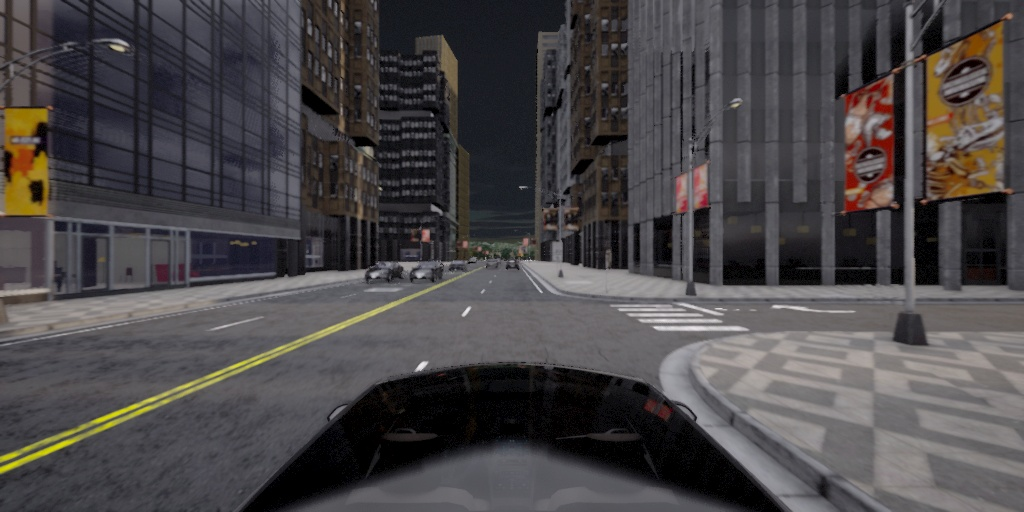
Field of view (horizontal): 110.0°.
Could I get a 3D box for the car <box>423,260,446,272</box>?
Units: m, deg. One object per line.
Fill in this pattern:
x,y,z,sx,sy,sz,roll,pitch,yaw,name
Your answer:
-9.839,1.255,46.013,1.994,1.385,4.181,0,0,0,car

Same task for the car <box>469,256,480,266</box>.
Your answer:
-6.525,0.817,60.385,1.837,1.490,4.892,0,0,0,car

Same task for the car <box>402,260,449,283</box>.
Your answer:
-6.607,1.216,28.050,2.128,1.511,4.902,0,0,0,car

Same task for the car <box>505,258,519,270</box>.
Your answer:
0.078,1.209,51.398,1.812,1.442,4.674,0,0,0,car

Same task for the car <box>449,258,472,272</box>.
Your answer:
-6.600,1.242,44.517,2.033,1.411,5.357,0,0,0,car

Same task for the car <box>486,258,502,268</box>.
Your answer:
-3.182,1.160,58.061,2.128,1.511,4.902,0,0,0,car

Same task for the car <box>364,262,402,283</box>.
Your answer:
-9.858,1.215,28.053,2.128,1.511,4.902,0,0,0,car
